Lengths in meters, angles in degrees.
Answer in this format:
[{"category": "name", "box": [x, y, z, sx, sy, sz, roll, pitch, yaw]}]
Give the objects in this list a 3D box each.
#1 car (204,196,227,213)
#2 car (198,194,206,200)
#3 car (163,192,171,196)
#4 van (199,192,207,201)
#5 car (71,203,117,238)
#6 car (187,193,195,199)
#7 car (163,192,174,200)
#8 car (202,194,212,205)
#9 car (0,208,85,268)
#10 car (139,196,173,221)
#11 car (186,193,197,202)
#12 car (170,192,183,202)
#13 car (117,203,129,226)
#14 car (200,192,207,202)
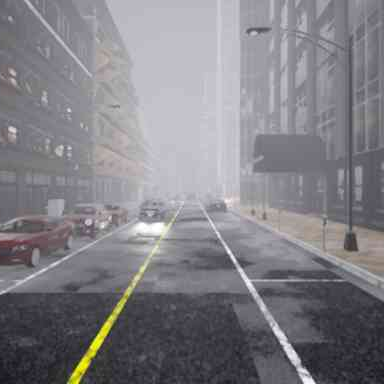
[{"category": "car", "box": [2.485, 1.360, 33.238, 1.947, 1.339, 4.313, 0, 0, 0]}, {"category": "car", "box": [2.369, 1.108, 77.694, 1.752, 1.417, 4.829, 0, 0, 0]}, {"category": "car", "box": [-5.467, 1.206, 60.890, 2.008, 1.369, 4.403, 0, 0, 0]}, {"category": "van", "box": [2.385, 0.947, 71.986, 1.690, 1.788, 3.998, 0, 0, 0]}, {"category": "car", "box": [-5.351, 1.333, 16.601, 1.967, 1.590, 4.097, 1, 0, 0]}, {"category": "car", "box": [-0.215, 0.901, 83.249, 1.812, 1.442, 4.674, 0, 0, 0]}, {"category": "car", "box": [-5.509, 0.900, 77.496, 2.192, 1.841, 5.009, 0, 0, 0]}, {"category": "car", "box": [2.470, 1.290, 38.944, 1.752, 1.417, 4.829, 0, 0, 0]}, {"category": "car", "box": [-5.337, 1.472, 11.067, 1.887, 1.381, 4.507, 1, 0, 0]}, {"category": "car", "box": [-2.916, 1.329, 25.691, 2.128, 1.511, 4.902, 0, 0, 0]}, {"category": "car", "box": [-0.167, 0.992, 67.096, 2.097, 1.767, 4.553, 0, 0, 0]}, {"category": "car", "box": [-2.933, 1.133, 66.263, 1.837, 1.490, 4.892, 0, 0, 0]}, {"category": "car", "box": [-5.366, 1.403, 22.139, 1.887, 1.381, 4.507, 0, 0, 0]}, {"category": "car", "box": [2.615, 1.153, 52.110, 1.801, 1.575, 5.366, 0, 0, 0]}]
